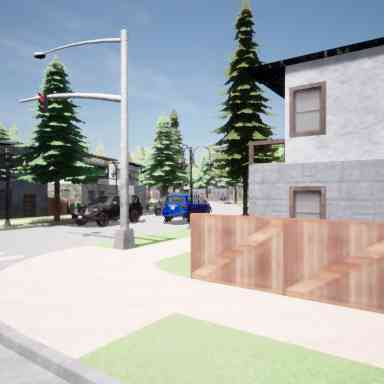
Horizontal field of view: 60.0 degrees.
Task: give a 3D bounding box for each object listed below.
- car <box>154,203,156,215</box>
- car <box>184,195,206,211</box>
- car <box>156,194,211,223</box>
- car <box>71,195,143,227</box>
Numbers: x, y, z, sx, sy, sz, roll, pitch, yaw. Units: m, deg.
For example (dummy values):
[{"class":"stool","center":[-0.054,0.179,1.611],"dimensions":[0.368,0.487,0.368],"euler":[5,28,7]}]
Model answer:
[{"class":"car","center":[-1.799,1.202,32.486],"dimensions":[2.150,2.045,5.566],"euler":[0,0,18]},{"class":"car","center":[0.448,1.333,42.087],"dimensions":[2.097,1.767,4.553],"euler":[0,0,9]},{"class":"car","center":[-0.297,1.202,25.767],"dimensions":[2.150,2.045,5.566],"euler":[0,0,23]},{"class":"car","center":[-5.684,1.202,23.106],"dimensions":[2.150,2.045,5.566],"euler":[0,0,27]}]
